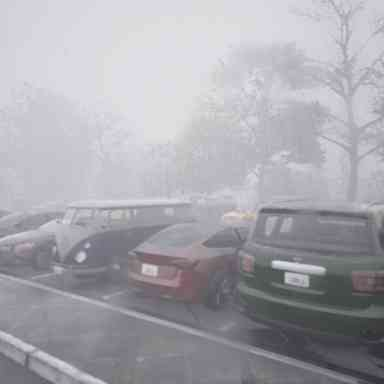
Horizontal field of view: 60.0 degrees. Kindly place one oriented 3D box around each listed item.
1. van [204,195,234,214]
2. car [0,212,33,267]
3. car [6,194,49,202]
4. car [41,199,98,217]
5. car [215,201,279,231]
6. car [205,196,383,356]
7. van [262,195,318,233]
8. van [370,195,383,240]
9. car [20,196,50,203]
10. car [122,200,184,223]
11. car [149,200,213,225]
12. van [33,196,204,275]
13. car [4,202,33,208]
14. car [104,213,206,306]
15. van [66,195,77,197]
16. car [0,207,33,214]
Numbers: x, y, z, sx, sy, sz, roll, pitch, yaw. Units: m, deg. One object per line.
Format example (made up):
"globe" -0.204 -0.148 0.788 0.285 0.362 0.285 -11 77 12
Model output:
"van" 1.617 1.211 23.314 1.878 1.987 4.442 0 0 36
"car" -3.939 1.471 11.067 2.002 1.452 4.674 0 0 36
"car" -16.461 1.265 36.128 2.435 2.045 5.566 -1 0 36
"car" -11.976 1.492 32.880 2.231 1.521 4.892 0 0 36
"car" 3.697 1.425 21.456 1.946 1.575 5.366 0 0 36
"car" 2.837 1.167 6.254 2.435 2.045 5.566 1 1 36
"van" 5.987 1.194 19.902 1.878 1.987 4.442 0 0 36
"van" 10.374 1.191 16.766 1.878 1.987 4.442 0 0 36
"car" -14.331 1.499 34.344 1.946 1.575 5.366 0 0 36
"car" -2.960 1.455 26.436 2.097 1.535 5.008 0 0 36
"car" -0.707 1.447 24.824 2.231 1.521 4.892 0 0 36
"van" -1.751 1.196 9.356 1.878 1.987 4.442 0 0 36
"car" -10.713 1.457 15.913 2.097 1.535 5.008 0 0 36
"car" 0.598 1.442 7.856 2.163 1.488 4.792 0 0 36
"van" -9.651 1.256 31.369 1.878 1.987 4.442 0 0 36
"car" -6.218 1.469 12.656 2.163 1.488 4.792 0 0 36
